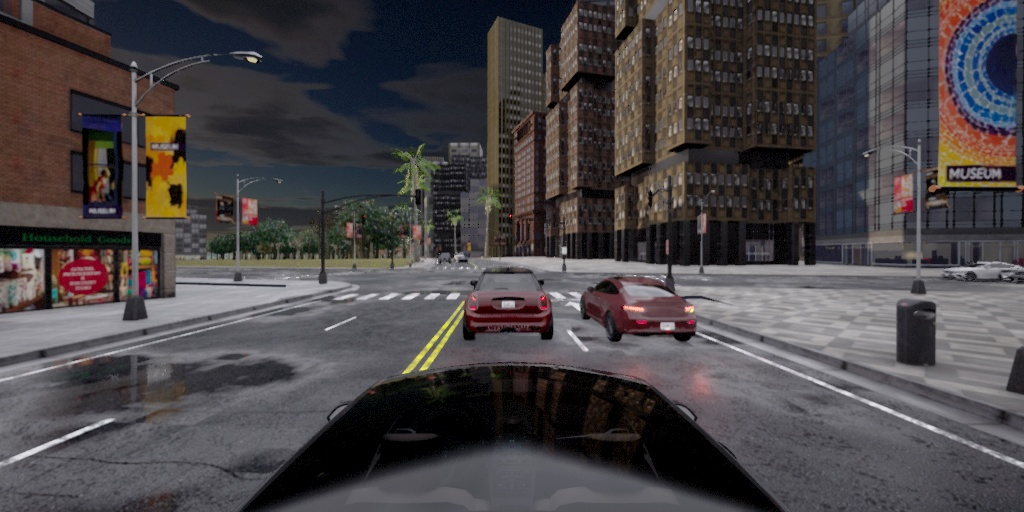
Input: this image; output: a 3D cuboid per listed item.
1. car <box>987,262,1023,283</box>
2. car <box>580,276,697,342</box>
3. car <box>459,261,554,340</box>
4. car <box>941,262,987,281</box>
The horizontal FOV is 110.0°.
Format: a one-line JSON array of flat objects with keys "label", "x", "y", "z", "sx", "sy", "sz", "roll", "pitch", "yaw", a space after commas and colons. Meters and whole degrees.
[{"label": "car", "x": 36.573, "y": 1.169, "z": 24.272, "sx": 4.902, "sy": 1.511, "sz": 2.128, "roll": 0, "pitch": 0, "yaw": 13}, {"label": "car", "x": 3.129, "y": 1.265, "z": 9.647, "sx": 1.812, "sy": 1.442, "sz": 4.674, "roll": 0, "pitch": 0, "yaw": -1}, {"label": "car", "x": -0.130, "y": 1.091, "z": 10.080, "sx": 2.097, "sy": 1.767, "sz": 4.553, "roll": 0, "pitch": 0, "yaw": -1}, {"label": "car", "x": 36.455, "y": 1.185, "z": 27.639, "sx": 4.674, "sy": 1.442, "sz": 1.812, "roll": 0, "pitch": 0, "yaw": 13}]
